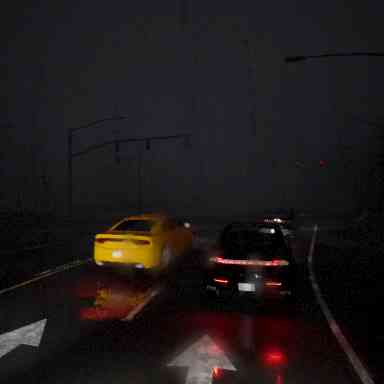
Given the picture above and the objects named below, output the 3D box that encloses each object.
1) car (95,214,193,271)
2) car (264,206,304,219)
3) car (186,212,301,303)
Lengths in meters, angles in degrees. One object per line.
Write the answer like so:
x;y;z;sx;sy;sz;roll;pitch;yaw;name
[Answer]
-1.256;1.478;11.100;1.882;1.535;5.008;0;0;16;car
4.598;1.505;17.207;1.837;1.490;4.892;0;0;21;car
1.538;1.492;8.323;2.128;1.511;4.902;0;0;13;car
